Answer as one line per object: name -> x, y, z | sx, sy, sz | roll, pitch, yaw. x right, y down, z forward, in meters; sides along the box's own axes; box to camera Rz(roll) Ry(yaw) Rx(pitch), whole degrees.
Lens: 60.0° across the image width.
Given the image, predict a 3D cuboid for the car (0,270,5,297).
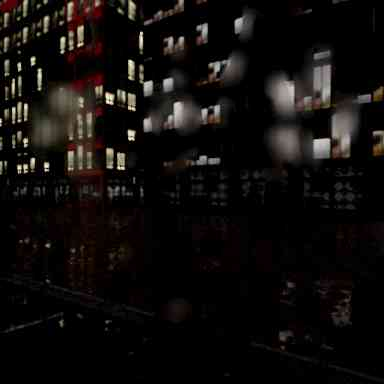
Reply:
car -> -5.782, 1.529, 6.989 | 4.829, 1.417, 1.752 | 0, 0, 35
